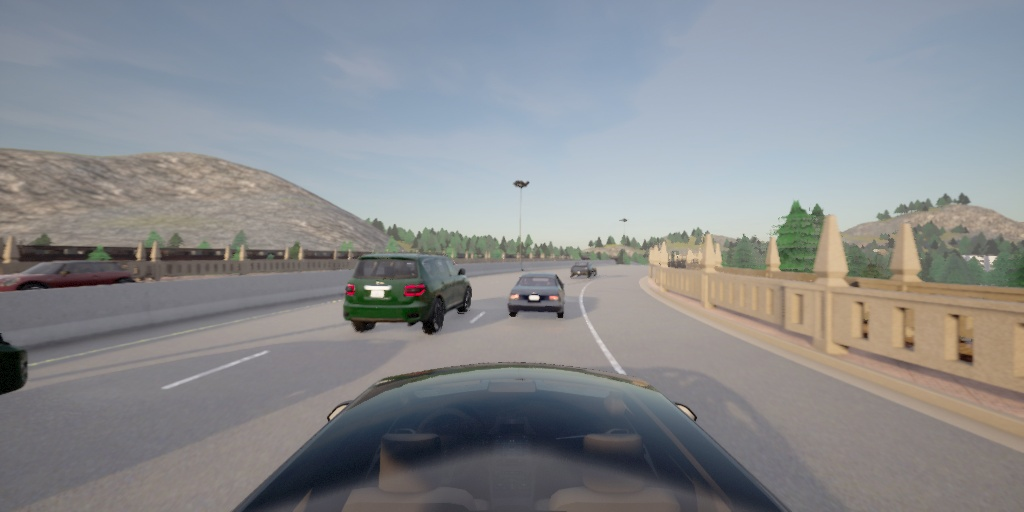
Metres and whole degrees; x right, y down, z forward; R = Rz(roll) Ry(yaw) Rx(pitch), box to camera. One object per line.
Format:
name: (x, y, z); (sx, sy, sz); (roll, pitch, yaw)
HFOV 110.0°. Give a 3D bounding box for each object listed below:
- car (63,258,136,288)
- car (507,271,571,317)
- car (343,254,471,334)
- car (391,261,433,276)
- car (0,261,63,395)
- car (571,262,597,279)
car: (-19.897, 1.000, 15.832); (2.097, 1.767, 4.553); (0, 0, 8)
car: (1.033, 1.310, 13.277); (2.033, 1.411, 5.357); (0, 0, 8)
car: (-2.780, 0.961, 10.835); (2.150, 2.045, 5.566); (0, 0, 6)
car: (-10.581, 1.239, 38.253); (1.812, 1.442, 4.674); (0, 0, 21)
car: (-6.827, 0.934, 1.773); (2.150, 2.045, 5.566); (0, 0, 0)
car: (6.881, 1.298, 34.184); (2.128, 1.511, 4.902); (0, 0, 22)
